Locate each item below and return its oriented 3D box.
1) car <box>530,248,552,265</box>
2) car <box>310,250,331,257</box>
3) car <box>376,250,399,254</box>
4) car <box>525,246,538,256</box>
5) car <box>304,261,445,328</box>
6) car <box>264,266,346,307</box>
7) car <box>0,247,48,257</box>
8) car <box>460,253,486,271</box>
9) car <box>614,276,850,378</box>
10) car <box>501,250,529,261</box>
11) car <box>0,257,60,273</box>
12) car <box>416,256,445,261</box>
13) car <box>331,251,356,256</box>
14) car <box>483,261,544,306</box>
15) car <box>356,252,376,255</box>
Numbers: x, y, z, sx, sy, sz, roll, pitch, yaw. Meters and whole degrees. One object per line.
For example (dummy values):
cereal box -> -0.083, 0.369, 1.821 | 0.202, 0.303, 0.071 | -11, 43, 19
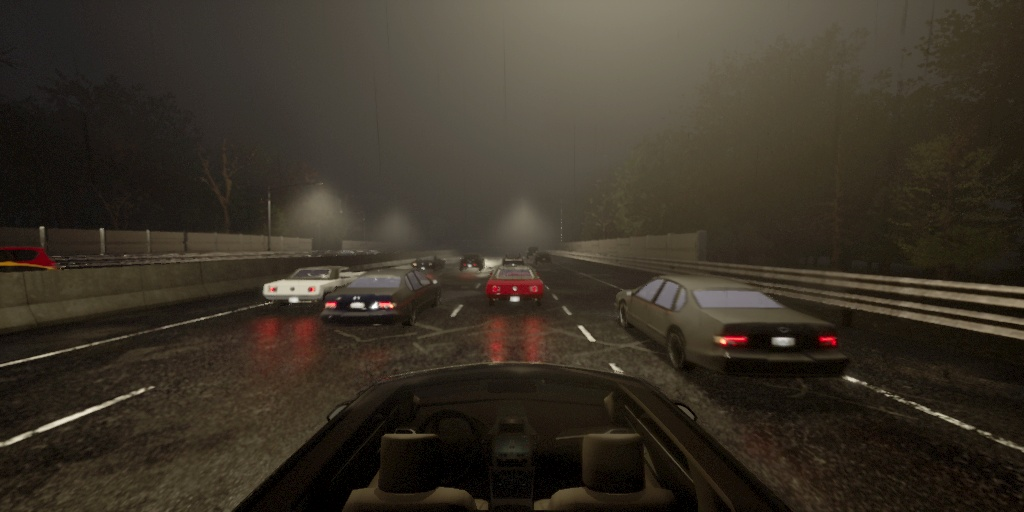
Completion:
car -> 3.495, 0.137, 41.867 | 1.882, 1.535, 5.008 | 0, 1, 0
car -> -28.058, -0.087, 53.243 | 1.837, 1.490, 4.892 | 0, 2, 0
car -> -17.579, -0.085, 52.146 | 1.882, 1.535, 5.008 | 0, 1, 0
car -> 3.493, -0.660, 61.881 | 2.150, 2.045, 5.566 | 0, 1, 0
car -> -3.398, 1.067, 10.400 | 2.033, 1.411, 5.357 | 0, 2, 0
car -> -6.900, 1.037, 13.564 | 1.895, 1.301, 4.718 | 0, 2, 0
car -> -21.101, 0.662, 13.405 | 2.150, 2.045, 5.566 | 0, 1, 0
car -> -3.404, 0.476, 31.454 | 1.837, 1.490, 4.892 | 0, 1, 0
car -> 3.610, 1.102, 7.204 | 2.033, 1.411, 5.357 | 0, 1, 1
car -> 0.100, 0.464, 31.408 | 2.128, 1.511, 4.902 | 0, 1, 0
car -> -17.601, 0.961, 11.778 | 1.882, 1.535, 5.008 | 0, 2, 0
car -> -6.900, 0.609, 30.005 | 1.895, 1.301, 4.718 | 0, 1, 0
car -> -24.560, -0.030, 53.371 | 1.994, 1.385, 4.181 | 0, 1, 0
car -> 0.100, 1.032, 13.751 | 1.895, 1.301, 4.718 | 0, 2, 0
car -> -21.069, -0.008, 53.959 | 1.895, 1.301, 4.718 | 0, 1, 0
